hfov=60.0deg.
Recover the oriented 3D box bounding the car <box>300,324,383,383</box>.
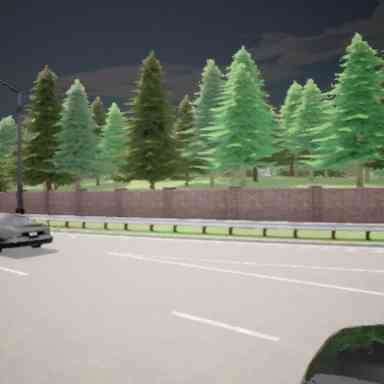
[{"bbox_3d":[2.785,1.554,1.999,4.181,1.385,1.994,-1,0,36],"label":"car"}]

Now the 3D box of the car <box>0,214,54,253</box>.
[{"bbox_3d":[-8.047,1.651,14.018,5.357,1.411,2.033,0,0,35],"label":"car"}]
